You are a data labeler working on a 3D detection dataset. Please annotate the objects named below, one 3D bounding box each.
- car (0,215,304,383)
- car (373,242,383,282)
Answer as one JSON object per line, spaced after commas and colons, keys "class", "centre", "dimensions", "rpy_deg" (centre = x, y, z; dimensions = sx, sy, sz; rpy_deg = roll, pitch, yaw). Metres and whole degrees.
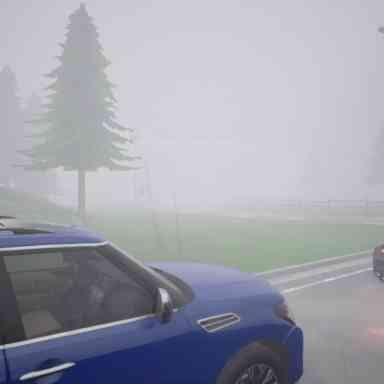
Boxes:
{"class": "car", "centre": [-1.504, 1.222, 2.674], "dimensions": [5.566, 2.045, 2.150], "rpy_deg": [0, 0, -35]}
{"class": "car", "centre": [6.434, 1.505, 8.362], "dimensions": [4.892, 1.490, 1.837], "rpy_deg": [0, 0, -35]}
